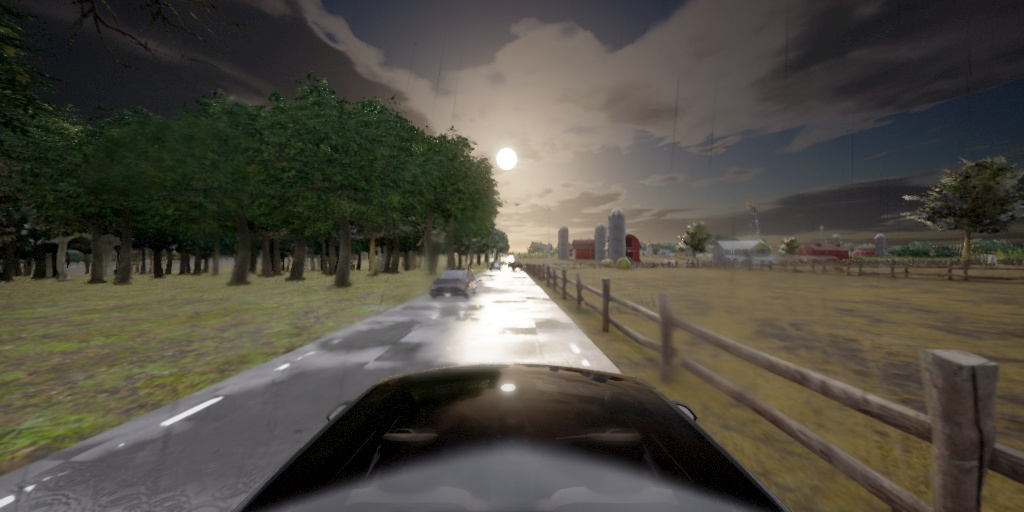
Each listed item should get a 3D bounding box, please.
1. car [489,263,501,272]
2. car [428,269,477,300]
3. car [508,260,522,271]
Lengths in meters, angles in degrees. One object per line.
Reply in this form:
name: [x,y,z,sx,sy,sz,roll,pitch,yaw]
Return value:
car: [-2.804,1.843,59.722,1.812,1.442,4.674,0,-1,1]
car: [-2.856,1.378,18.554,2.033,1.411,5.357,0,-1,0]
car: [0.723,1.627,64.412,1.882,1.535,5.008,-24,-3,-1]
